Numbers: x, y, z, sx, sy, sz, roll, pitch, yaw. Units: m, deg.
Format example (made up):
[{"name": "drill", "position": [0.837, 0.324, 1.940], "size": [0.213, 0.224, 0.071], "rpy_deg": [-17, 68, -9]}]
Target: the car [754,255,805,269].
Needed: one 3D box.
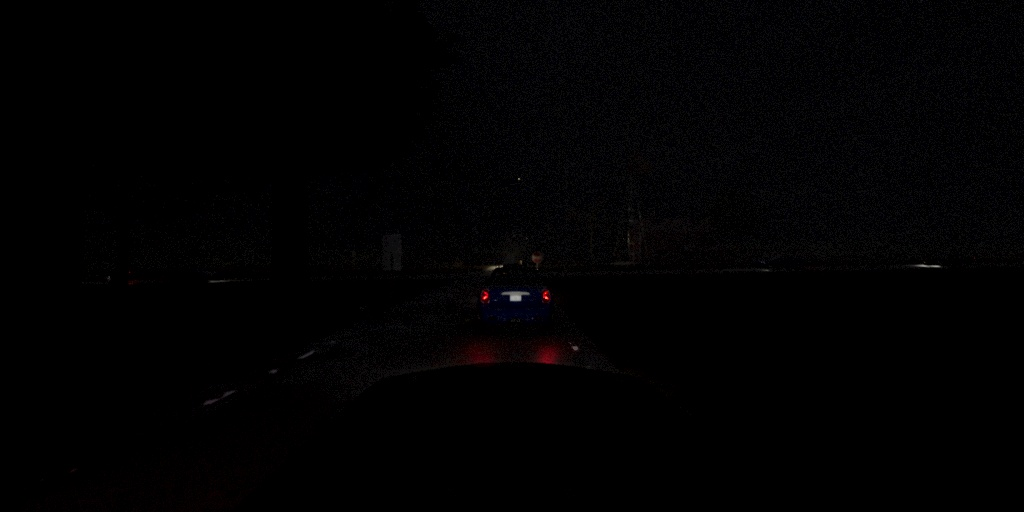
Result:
[{"name": "car", "position": [30.091, 0.640, 40.440], "size": [5.008, 1.535, 1.882], "rpy_deg": [-1, 1, 0]}]

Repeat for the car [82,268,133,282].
[{"name": "car", "position": [-46.091, 2.112, 40.750], "size": [4.892, 1.490, 1.837], "rpy_deg": [-1, 1, 2]}]

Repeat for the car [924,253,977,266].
[{"name": "car", "position": [49.107, 0.365, 40.253], "size": [4.181, 1.385, 1.994], "rpy_deg": [-1, 1, 0]}]

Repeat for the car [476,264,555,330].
[{"name": "car", "position": [0.092, 1.100, 11.318], "size": [2.097, 1.767, 4.553], "rpy_deg": [0, 0, 0]}]

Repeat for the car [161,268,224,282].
[{"name": "car", "position": [-33.678, 1.982, 37.817], "size": [5.357, 1.411, 2.033], "rpy_deg": [-1, 1, 0]}]

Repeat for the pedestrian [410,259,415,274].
[{"name": "pedestrian", "position": [-12.167, 1.267, 43.677], "size": [0.375, 1.860, 0.375], "rpy_deg": [0, 2, 0]}]
